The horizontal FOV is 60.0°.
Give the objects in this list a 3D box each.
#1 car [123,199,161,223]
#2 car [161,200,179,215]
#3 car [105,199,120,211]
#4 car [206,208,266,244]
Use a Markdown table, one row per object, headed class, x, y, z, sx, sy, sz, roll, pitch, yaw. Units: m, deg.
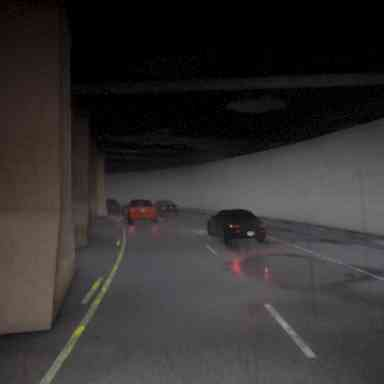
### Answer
| class | x | y | z | sx | sy | sz | roll | pitch | yaw |
| --- | --- | --- | --- | --- | --- | --- | --- | --- | --- |
| car | -4.057 | 1.333 | 25.575 | 2.097 | 1.767 | 4.553 | 0 | 0 | -17 |
| car | -2.894 | 1.513 | 33.117 | 2.033 | 1.411 | 5.357 | 0 | 0 | -22 |
| car | -9.926 | 1.511 | 39.312 | 1.812 | 1.442 | 4.674 | 0 | 0 | -31 |
| car | 1.969 | 1.495 | 15.617 | 1.812 | 1.442 | 4.674 | 0 | 0 | -10 |
